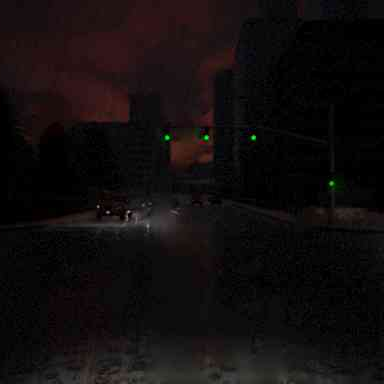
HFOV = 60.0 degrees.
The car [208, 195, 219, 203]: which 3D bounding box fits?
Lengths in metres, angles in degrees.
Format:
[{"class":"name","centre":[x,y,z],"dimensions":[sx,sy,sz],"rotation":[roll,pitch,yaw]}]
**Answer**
[{"class":"car","centre":[4.346,1.498,68.569],"dimensions":[1.882,1.535,5.008],"rotation":[0,0,0]}]

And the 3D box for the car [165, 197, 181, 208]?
[{"class":"car","centre":[-2.840,1.557,49.725],"dimensions":[2.033,1.411,5.357],"rotation":[0,0,1]}]

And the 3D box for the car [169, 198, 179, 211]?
[{"class":"car","centre":[-2.915,1.571,39.400],"dimensions":[1.994,1.385,4.181],"rotation":[0,0,0]}]

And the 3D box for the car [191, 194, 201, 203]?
[{"class":"car","centre":[0.845,1.370,68.351],"dimensions":[2.097,1.767,4.553],"rotation":[0,0,0]}]

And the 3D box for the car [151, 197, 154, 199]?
[{"class":"car","centre":[-6.353,1.511,48.417],"dimensions":[1.837,1.490,4.892],"rotation":[0,0,0]}]

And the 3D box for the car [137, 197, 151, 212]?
[{"class":"car","centre":[-6.422,1.495,38.358],"dimensions":[2.128,1.511,4.902],"rotation":[0,0,0]}]

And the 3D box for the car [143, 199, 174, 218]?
[{"class":"car","centre":[-2.967,1.605,30.598],"dimensions":[1.895,1.301,4.718],"rotation":[0,0,0]}]

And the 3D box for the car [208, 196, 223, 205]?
[{"class":"car","centre":[4.395,1.565,58.747],"dimensions":[2.033,1.411,5.357],"rotation":[0,0,1]}]

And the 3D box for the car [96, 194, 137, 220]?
[{"class":"car","centre":[-6.480,1.223,28.477],"dimensions":[2.150,2.045,5.566],"rotation":[0,0,0]}]

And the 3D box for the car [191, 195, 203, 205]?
[{"class":"car","centre":[0.897,1.578,59.744],"dimensions":[1.994,1.385,4.181],"rotation":[0,0,0]}]
